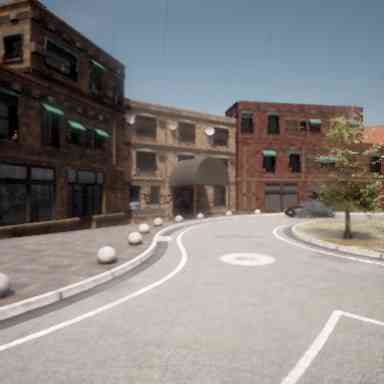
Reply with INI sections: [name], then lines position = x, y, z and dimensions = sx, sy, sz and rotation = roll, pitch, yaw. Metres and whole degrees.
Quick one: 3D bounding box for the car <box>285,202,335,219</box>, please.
[car]
position = 10.058, 1.507, 28.357
dimensions = 4.181, 1.385, 1.994
rotation = 0, 0, -20
